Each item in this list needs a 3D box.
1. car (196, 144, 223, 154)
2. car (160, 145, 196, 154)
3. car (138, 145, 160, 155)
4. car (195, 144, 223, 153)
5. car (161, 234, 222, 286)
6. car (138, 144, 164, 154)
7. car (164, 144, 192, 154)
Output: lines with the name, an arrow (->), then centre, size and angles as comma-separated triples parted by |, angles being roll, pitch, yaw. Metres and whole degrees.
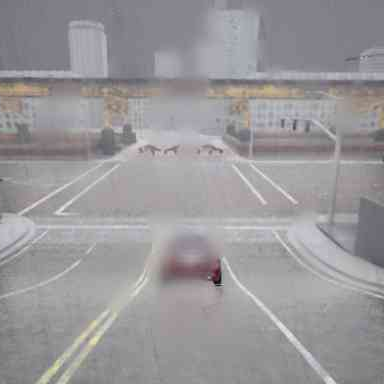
car -> 2.967, -7.422, 57.613 | 4.974, 1.542, 2.038 | 7, 15, 28
car -> -2.408, -7.252, 56.908 | 4.974, 1.542, 2.038 | -10, 16, -35
car -> -7.016, -7.262, 56.951 | 4.974, 1.542, 2.038 | 13, 19, 43
car -> 2.922, -7.581, 57.601 | 4.536, 1.218, 1.853 | 7, 15, 28
car -> -0.032, 2.437, 13.173 | 2.097, 1.767, 4.553 | 0, -3, 0
car -> -7.054, -7.424, 56.949 | 4.536, 1.218, 1.853 | 13, 19, 43
car -> -2.366, -7.413, 56.901 | 4.536, 1.218, 1.853 | -10, 16, -35
